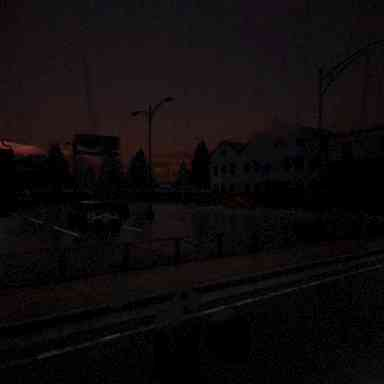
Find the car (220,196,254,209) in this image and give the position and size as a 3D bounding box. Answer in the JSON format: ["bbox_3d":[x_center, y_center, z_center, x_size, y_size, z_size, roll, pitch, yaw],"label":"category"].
[{"bbox_3d":[5.524,1.301,41.717,1.882,1.535,5.008,0,0,-35],"label":"car"}]

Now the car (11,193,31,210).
[{"bbox_3d":[-19.835,1.092,38.155,1.905,1.878,3.866,0,0,-36],"label":"car"}]

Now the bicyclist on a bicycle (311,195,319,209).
[{"bbox_3d":[13.660,1.124,36.837,1.656,1.620,0.582,0,0,-35],"label":"bicyclist on a bicycle"}]

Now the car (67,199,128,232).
[{"bbox_3d":[-5.315,1.248,17.892,1.970,1.475,3.806,0,0,-36],"label":"car"}]

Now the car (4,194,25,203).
[{"bbox_3d":[-38.979,1.328,73.232,3.866,1.878,1.905,0,0,-36],"label":"car"}]

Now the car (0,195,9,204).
[{"bbox_3d":[-39.205,1.495,66.104,4.611,1.667,2.242,0,0,-36],"label":"car"}]

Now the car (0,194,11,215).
[{"bbox_3d":[-17.921,1.113,29.845,1.932,1.855,4.605,0,0,-36],"label":"car"}]
